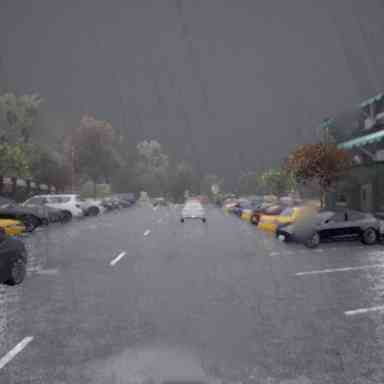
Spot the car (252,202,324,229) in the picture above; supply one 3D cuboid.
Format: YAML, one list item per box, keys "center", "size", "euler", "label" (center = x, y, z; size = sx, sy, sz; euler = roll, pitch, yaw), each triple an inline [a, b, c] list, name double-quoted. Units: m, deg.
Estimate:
- center: [6.165, 1.492, 17.700]
  size: [5.366, 1.575, 1.946]
  euler: [1, 0, -20]
  label: "car"

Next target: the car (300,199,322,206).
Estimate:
- center: [28.071, 2.534, 78.353]
  size: [2.231, 1.521, 4.892]
  euler: [2, -1, -21]
  label: "car"

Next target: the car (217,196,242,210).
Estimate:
- center: [5.821, 1.491, 35.312]
  size: [5.366, 1.575, 1.946]
  euler: [1, 0, -20]
  label: "car"

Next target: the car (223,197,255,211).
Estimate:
- center: [5.994, 1.497, 32.429]
  size: [4.892, 1.521, 2.231]
  euler: [1, 0, -20]
  label: "car"

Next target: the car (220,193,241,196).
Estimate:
- center: [6.023, 1.372, 38.349]
  size: [4.553, 1.767, 2.185]
  euler: [1, 0, -20]
  label: "car"

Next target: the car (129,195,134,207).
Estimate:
- center: [-10.965, 1.499, 45.632]
  size: [4.892, 1.521, 2.231]
  euler: [-1, 0, -20]
  label: "car"

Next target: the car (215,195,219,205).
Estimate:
- center: [5.989, 1.538, 44.258]
  size: [4.674, 1.452, 2.002]
  euler: [1, 0, -20]
  label: "car"

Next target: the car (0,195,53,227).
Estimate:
- center: [-10.921, 1.240, 18.439]
  size: [5.566, 2.045, 2.435]
  euler: [-1, 0, -20]
  label: "car"

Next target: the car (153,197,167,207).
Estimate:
- center: [-5.013, 1.550, 52.385]
  size: [1.812, 1.442, 4.674]
  euler: [0, 0, 0]
  label: "car"

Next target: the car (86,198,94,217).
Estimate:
- center: [-10.924, 1.523, 27.510]
  size: [4.792, 1.488, 2.163]
  euler: [-1, 0, -20]
  label: "car"

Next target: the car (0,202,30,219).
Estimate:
- center: [-10.776, 1.486, 15.476]
  size: [5.366, 1.575, 1.946]
  euler: [-1, 0, -20]
  label: "car"

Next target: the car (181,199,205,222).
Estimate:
- center: [0.094, 1.533, 26.416]
  size: [1.812, 1.442, 4.674]
  euler: [0, 0, 0]
  label: "car"

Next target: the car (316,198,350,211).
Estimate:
- center: [25.427, 2.165, 60.160]
  size: [2.435, 2.045, 5.566]
  euler: [2, 1, -21]
  label: "car"

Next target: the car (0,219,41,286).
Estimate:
- center: [-5.089, 1.528, 6.752]
  size: [1.812, 1.442, 4.674]
  euler: [0, 0, 0]
  label: "car"

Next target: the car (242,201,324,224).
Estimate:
- center: [5.995, 1.493, 20.584]
  size: [5.008, 1.535, 2.097]
  euler: [1, 0, -20]
  label: "car"

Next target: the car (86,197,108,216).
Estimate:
- center: [-10.932, 1.243, 30.534]
  size: [5.566, 2.045, 2.435]
  euler: [-1, 0, -20]
  label: "car"

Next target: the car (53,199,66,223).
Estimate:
- center: [-10.938, 1.494, 21.446]
  size: [4.892, 1.521, 2.231]
  euler: [-1, 0, -20]
  label: "car"

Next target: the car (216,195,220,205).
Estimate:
- center: [5.996, 1.499, 41.300]
  size: [4.892, 1.521, 2.231]
  euler: [1, 0, -20]
  label: "car"

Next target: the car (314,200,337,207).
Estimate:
- center: [31.392, 2.633, 78.575]
  size: [1.946, 1.575, 5.366]
  euler: [2, -1, -21]
  label: "car"

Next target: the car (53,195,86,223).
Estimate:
- center: [-10.985, 1.242, 24.467]
  size: [5.566, 2.045, 2.435]
  euler: [-1, 0, -20]
  label: "car"

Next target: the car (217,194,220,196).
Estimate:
- center: [6.015, 1.248, 47.234]
  size: [5.566, 2.045, 2.435]
  euler: [1, 0, -20]
  label: "car"

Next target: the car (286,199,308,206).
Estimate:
- center: [24.679, 2.430, 78.321]
  size: [2.231, 1.521, 4.892]
  euler: [2, -1, -21]
  label: "car"

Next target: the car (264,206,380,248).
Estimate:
- center: [5.972, 1.521, 14.654]
  size: [4.792, 1.488, 2.163]
  euler: [1, 0, -20]
  label: "car"

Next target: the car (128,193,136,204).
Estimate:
- center: [-10.984, 1.248, 48.636]
  size: [5.566, 2.045, 2.435]
  euler: [-1, 0, -20]
  label: "car"

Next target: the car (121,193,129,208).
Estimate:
- center: [-10.930, 1.372, 42.618]
  size: [4.553, 1.767, 2.185]
  euler: [-1, 0, -20]
  label: "car"

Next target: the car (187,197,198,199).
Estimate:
- center: [0.088, 1.363, 42.675]
  size: [2.097, 1.767, 4.553]
  euler: [0, 0, 0]
  label: "car"

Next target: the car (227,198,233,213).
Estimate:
- center: [6.017, 1.525, 29.480]
  size: [4.792, 1.488, 2.163]
  euler: [1, 0, -20]
  label: "car"

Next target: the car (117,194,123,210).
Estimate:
- center: [-10.989, 1.372, 39.580]
  size: [4.553, 1.767, 2.185]
  euler: [-1, 0, -20]
  label: "car"

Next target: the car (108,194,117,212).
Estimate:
- center: [-10.982, 1.371, 36.553]
  size: [4.553, 1.767, 2.185]
  euler: [-1, 0, -20]
  label: "car"

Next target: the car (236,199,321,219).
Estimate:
- center: [6.164, 1.493, 23.617]
  size: [5.366, 1.575, 1.946]
  euler: [1, 0, -20]
  label: "car"

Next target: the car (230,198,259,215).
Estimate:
- center: [5.990, 1.494, 26.513]
  size: [5.008, 1.535, 2.097]
  euler: [1, 0, -20]
  label: "car"
